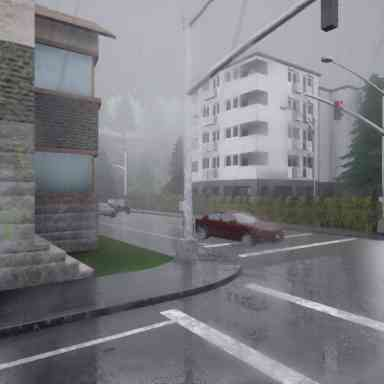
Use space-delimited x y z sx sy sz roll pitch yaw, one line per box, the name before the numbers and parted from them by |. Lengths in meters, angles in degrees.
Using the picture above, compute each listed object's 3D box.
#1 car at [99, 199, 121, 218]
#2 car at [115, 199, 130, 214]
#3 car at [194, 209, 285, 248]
car | -8.712 1.681 31.236 1.837 1.490 4.892 0 0 -35
car | -8.748 1.528 37.622 2.097 1.767 4.553 0 0 -35
car | 2.155 1.654 16.294 1.882 1.535 5.008 0 0 -38
